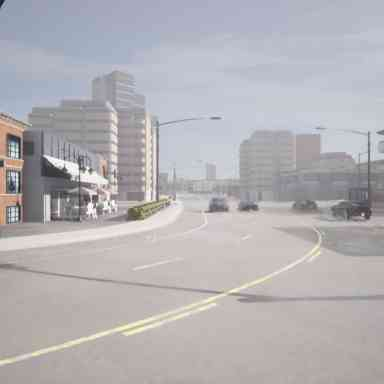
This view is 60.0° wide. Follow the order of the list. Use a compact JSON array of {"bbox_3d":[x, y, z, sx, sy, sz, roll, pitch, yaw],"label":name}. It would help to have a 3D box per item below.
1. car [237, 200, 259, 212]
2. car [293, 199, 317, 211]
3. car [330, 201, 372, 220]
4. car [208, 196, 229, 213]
[{"bbox_3d":[6.429,1.601,38.208,1.895,1.301,4.718,0,0,1],"label":"car"},{"bbox_3d":[13.617,1.526,40.180,1.812,1.442,4.674,0,0,1],"label":"car"},{"bbox_3d":[13.439,1.504,28.427,1.837,1.490,4.892,0,0,1],"label":"car"},{"bbox_3d":[2.910,1.352,36.789,2.097,1.767,4.553,0,0,1],"label":"car"}]
